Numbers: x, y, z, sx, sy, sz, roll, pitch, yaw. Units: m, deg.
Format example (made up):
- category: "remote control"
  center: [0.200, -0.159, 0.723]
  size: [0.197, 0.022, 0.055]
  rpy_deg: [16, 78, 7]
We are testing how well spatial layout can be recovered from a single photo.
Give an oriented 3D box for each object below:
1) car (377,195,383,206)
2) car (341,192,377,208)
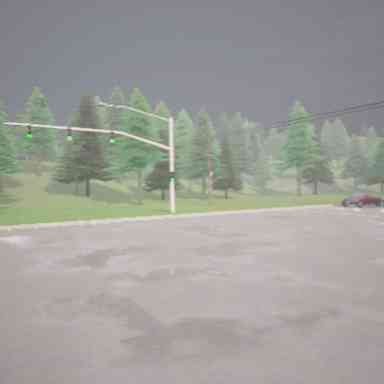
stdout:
- category: "car"
  center: [19.446, 0.523, 30.278]
  size: [4.553, 1.767, 2.097]
  rpy_deg: [-2, 1, -31]
- category: "car"
  center: [16.718, 0.706, 32.725]
  size: [4.674, 1.442, 1.812]
  rpy_deg: [-2, 1, -31]
